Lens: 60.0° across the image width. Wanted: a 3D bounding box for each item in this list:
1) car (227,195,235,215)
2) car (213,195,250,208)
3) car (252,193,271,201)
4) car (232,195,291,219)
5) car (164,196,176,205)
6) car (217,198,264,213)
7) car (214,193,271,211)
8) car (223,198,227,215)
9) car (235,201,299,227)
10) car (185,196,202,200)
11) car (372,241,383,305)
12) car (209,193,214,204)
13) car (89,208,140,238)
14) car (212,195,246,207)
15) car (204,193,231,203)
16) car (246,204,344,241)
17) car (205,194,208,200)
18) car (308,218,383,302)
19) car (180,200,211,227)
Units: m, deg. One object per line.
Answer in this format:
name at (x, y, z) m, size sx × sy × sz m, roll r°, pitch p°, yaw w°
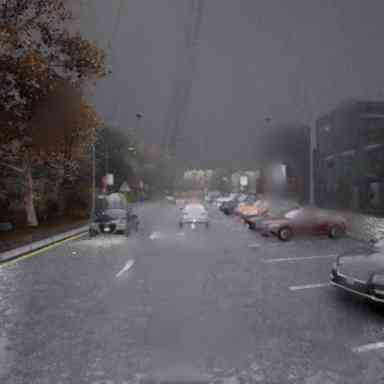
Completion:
car at (5.401, 1.322, 25.214) m, size 4.553 × 1.767 × 2.185 m, roll 1°, pitch 0°, yaw -20°
car at (5.449, 1.327, 46.219) m, size 4.553 × 1.767 × 2.185 m, roll 1°, pitch 0°, yaw -20°
car at (18.593, 1.295, 89.237) m, size 2.435 × 2.045 × 5.566 m, roll 0°, pitch 1°, yaw -21°
car at (5.387, 1.324, 22.213) m, size 4.553 × 1.767 × 2.185 m, roll 1°, pitch 0°, yaw -20°
car at (-3.926, 1.516, 59.646) m, size 1.812 × 1.442 × 4.674 m, roll 0°, pitch 0°, yaw 1°
car at (5.403, 1.475, 37.204) m, size 4.792 × 1.488 × 2.163 m, roll 1°, pitch 0°, yaw -20°
car at (5.388, 1.193, 31.189) m, size 5.566 × 2.045 × 2.435 m, roll 1°, pitch 0°, yaw -20°
car at (5.379, 1.485, 28.211) m, size 4.674 × 1.452 × 2.002 m, roll 1°, pitch 0°, yaw -20°
car at (5.314, 1.482, 19.193) m, size 4.792 × 1.488 × 2.163 m, roll 1°, pitch 0°, yaw -20°
car at (0.207, 1.315, 41.199) m, size 2.097 × 1.767 × 4.553 m, roll 0°, pitch 0°, yaw 0°
car at (5.133, 1.473, 4.136) m, size 5.366 × 1.575 × 1.946 m, roll 1°, pitch 0°, yaw -20°
car at (5.425, 1.195, 40.205) m, size 5.566 × 2.045 × 2.435 m, roll 1°, pitch 0°, yaw -20°
car at (-3.931, 1.533, 17.422) m, size 1.994 × 1.385 × 4.181 m, roll 0°, pitch 0°, yaw 0°
car at (5.464, 1.331, 49.221) m, size 4.553 × 1.767 × 2.185 m, roll 1°, pitch 0°, yaw -20°
car at (5.586, 1.253, 73.278) m, size 5.566 × 2.045 × 2.435 m, roll 1°, pitch 0°, yaw -20°
car at (5.333, 1.497, 16.201) m, size 4.674 × 1.452 × 2.002 m, roll 1°, pitch 0°, yaw -20°
car at (5.526, 1.473, 58.240) m, size 5.008 × 1.535 × 2.097 m, roll 1°, pitch 0°, yaw -20°
car at (5.318, 1.474, 7.201) m, size 4.892 × 1.521 × 2.231 m, roll 1°, pitch 0°, yaw -20°
car at (0.143, 1.489, 22.317) m, size 1.812 × 1.442 × 4.674 m, roll 0°, pitch 0°, yaw 0°
